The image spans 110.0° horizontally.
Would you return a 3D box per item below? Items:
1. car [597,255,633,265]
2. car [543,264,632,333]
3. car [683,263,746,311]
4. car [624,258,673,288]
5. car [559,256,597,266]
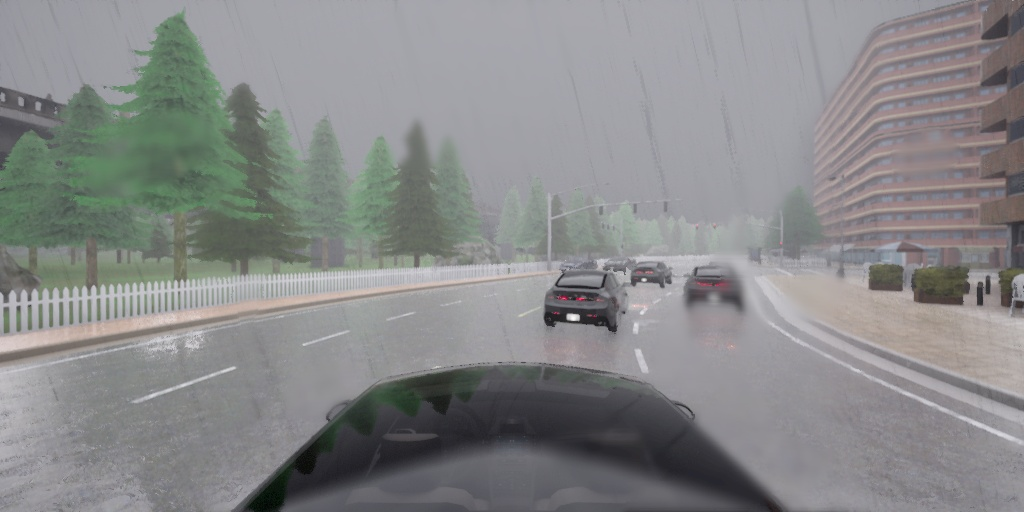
[{"bbox_3d":[8.877,0.634,29.340,1.837,1.490,4.892,0,1,32],"label":"car"},{"bbox_3d":[2.329,1.159,10.622,1.837,1.490,4.892,1,1,22],"label":"car"},{"bbox_3d":[7.829,1.136,13.901,1.837,1.490,4.892,0,0,29],"label":"car"},{"bbox_3d":[8.573,1.058,21.953,1.837,1.490,4.892,0,1,31],"label":"car"},{"bbox_3d":[5.910,0.717,31.198,2.033,1.411,5.357,0,1,32],"label":"car"}]
